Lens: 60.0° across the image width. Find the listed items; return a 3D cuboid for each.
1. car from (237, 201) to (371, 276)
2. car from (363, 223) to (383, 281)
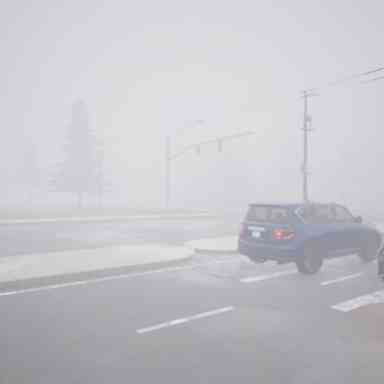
[{"bbox_3d":[3.984,1.311,10.940,5.566,2.045,2.150,1,0,-36],"label":"car"},{"bbox_3d":[6.621,1.600,8.522,4.892,1.490,1.837,1,0,-36],"label":"car"}]
